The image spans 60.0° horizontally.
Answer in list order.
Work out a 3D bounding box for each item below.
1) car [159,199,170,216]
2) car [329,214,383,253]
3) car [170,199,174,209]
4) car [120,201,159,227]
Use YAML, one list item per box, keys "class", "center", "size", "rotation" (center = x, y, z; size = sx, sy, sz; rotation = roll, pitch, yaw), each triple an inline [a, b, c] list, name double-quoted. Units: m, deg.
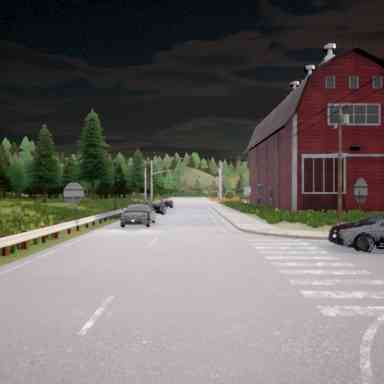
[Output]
- class: "car"
  center: [-3.566, 1.599, 32.535]
  size: [1.895, 1.301, 4.718]
  rotation: [0, 0, 0]
- class: "car"
  center: [7.665, 1.563, 13.066]
  size: [4.181, 1.385, 1.994]
  rotation: [0, 0, 4]
- class: "car"
  center: [-3.542, 1.598, 45.887]
  size: [1.895, 1.301, 4.718]
  rotation: [0, 0, 0]
- class: "car"
  center: [-3.571, 1.504, 22.563]
  size: [1.837, 1.490, 4.892]
  rotation: [0, 0, 0]
